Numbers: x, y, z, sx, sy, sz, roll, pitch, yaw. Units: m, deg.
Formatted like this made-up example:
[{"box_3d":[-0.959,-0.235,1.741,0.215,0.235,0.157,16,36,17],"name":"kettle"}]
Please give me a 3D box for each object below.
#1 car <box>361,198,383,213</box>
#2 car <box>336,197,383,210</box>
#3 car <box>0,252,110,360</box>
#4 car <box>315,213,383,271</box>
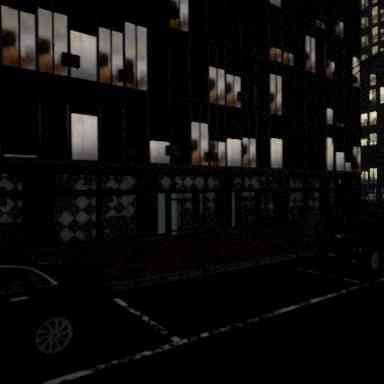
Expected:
[{"box_3d":[17.942,1.545,34.280,1.994,1.385,4.181,-1,1,-35],"name":"car"},{"box_3d":[20.438,1.395,40.788,1.752,1.417,4.829,0,1,-35],"name":"car"},{"box_3d":[-3.310,1.550,4.342,4.403,1.369,2.008,0,-1,-36],"name":"car"},{"box_3d":[5.862,1.575,10.925,4.507,1.381,1.887,0,-1,-36],"name":"car"}]
